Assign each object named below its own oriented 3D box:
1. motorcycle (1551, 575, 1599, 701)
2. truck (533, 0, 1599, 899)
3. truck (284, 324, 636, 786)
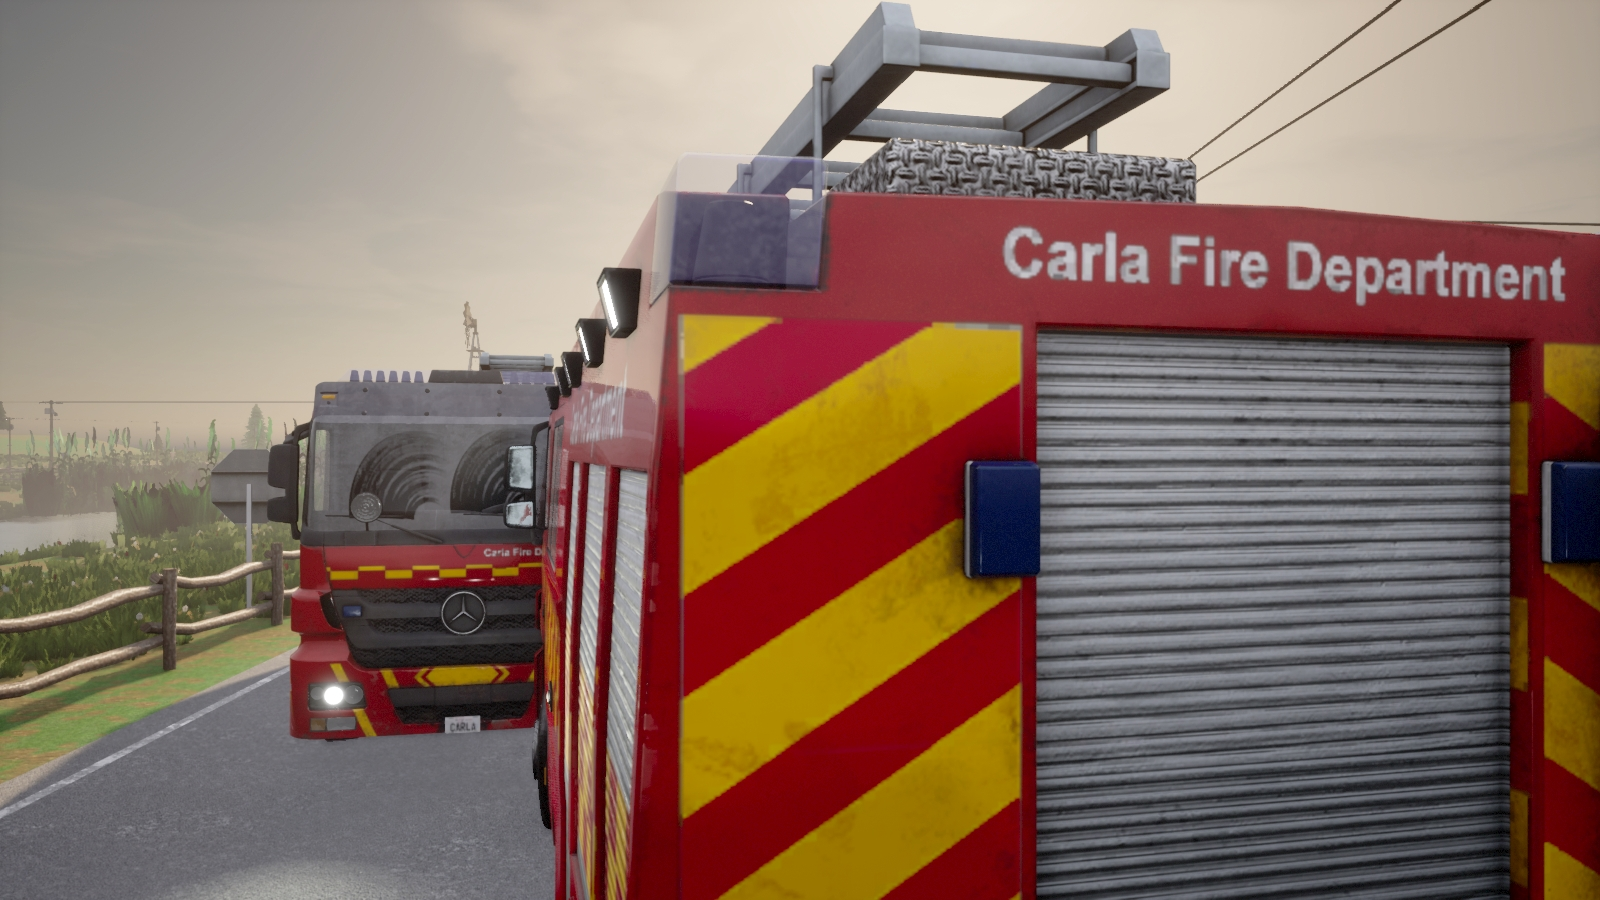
[{"bbox_3d":[9.798,2.142,13.155,1.805,1.316,0.856,0,0,-7],"label":"motorcycle"},{"bbox_3d":[-0.047,0.867,6.874,2.891,3.827,8.468,0,0,-14],"label":"truck"},{"bbox_3d":[-3.897,0.862,13.923,2.891,3.827,8.468,0,0,-14],"label":"truck"}]
